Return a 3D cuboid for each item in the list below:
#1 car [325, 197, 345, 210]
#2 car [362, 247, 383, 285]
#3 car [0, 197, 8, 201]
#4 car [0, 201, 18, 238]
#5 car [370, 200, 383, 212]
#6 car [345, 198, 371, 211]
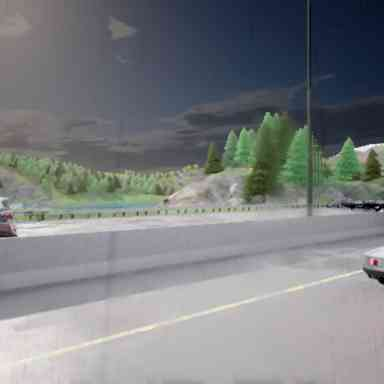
[{"bbox_3d":[19.486,1.490,43.618,4.892,1.490,1.837,-1,0,-35],"label":"car"},{"bbox_3d":[6.271,1.598,8.215,4.718,1.301,1.895,0,0,-35],"label":"car"},{"bbox_3d":[-10.451,1.222,13.735,5.566,2.045,2.150,0,0,-35],"label":"car"},{"bbox_3d":[-8.286,1.352,10.978,4.553,1.767,2.097,0,0,-35],"label":"car"},{"bbox_3d":[22.270,1.589,37.034,4.718,1.301,1.895,0,0,-35],"label":"car"},{"bbox_3d":[21.121,1.589,40.504,4.718,1.301,1.895,0,0,-35],"label":"car"}]
